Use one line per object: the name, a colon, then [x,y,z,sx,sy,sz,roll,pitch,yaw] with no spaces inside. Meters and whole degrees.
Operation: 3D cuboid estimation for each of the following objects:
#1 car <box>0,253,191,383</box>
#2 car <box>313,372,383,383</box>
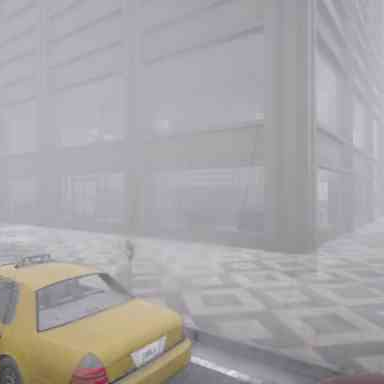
car: [-2.298,1.534,4.603,4.829,1.417,1.752,0,0,36]
car: [2.415,1.580,1.241,4.206,1.307,1.802,0,0,36]
